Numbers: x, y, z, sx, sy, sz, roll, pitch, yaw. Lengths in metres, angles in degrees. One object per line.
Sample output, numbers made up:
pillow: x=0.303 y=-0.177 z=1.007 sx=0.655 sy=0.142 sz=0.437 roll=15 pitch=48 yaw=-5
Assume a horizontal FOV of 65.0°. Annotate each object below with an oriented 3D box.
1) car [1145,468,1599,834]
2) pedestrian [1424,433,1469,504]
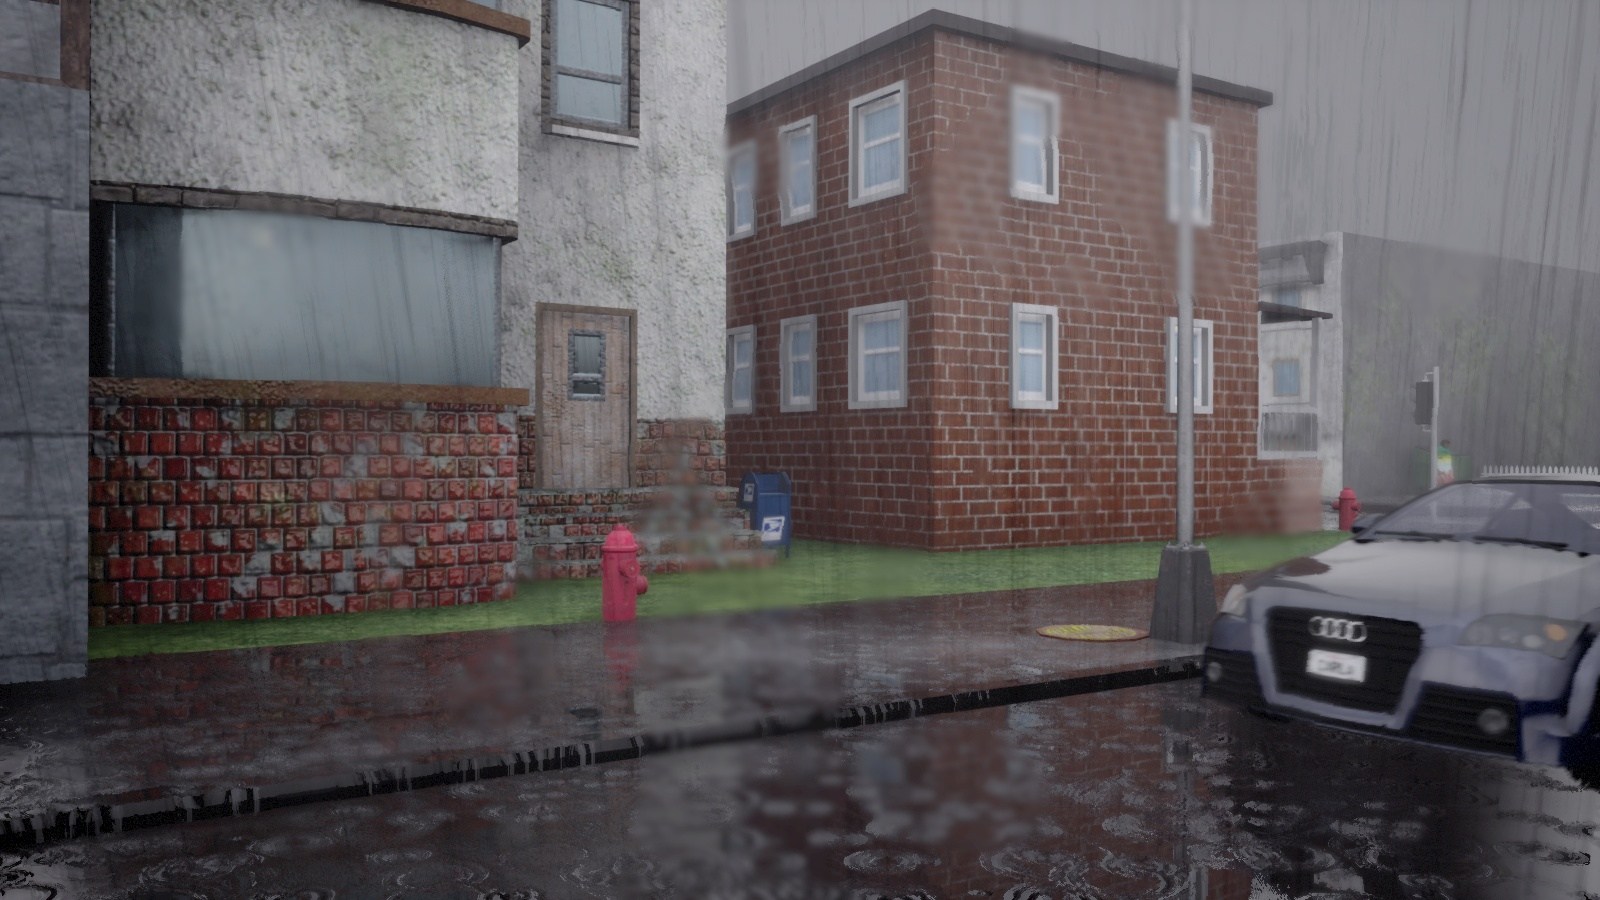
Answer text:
car: x=4.115 y=0.817 z=6.905 sx=4.181 sy=1.385 sz=1.994 roll=0 pitch=0 yaw=-33
pedestrian: x=17.983 y=0.502 z=34.932 sx=0.659 sy=1.952 sz=0.873 roll=0 pitch=0 yaw=-23
